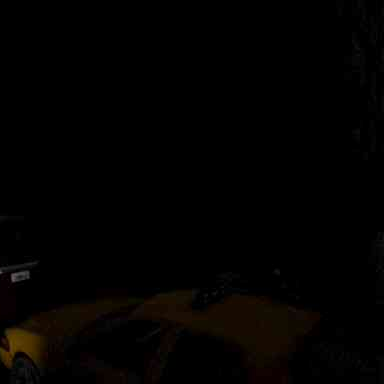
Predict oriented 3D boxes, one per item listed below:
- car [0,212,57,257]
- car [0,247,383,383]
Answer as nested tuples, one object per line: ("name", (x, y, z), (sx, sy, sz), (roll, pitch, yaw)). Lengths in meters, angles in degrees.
("car", (-4.445, 1.312, 6.247), (5.009, 1.841, 2.192), (0, 1, 36))
("car", (-0.038, 1.525, 3.100), (4.829, 1.417, 1.752), (0, 1, 36))
